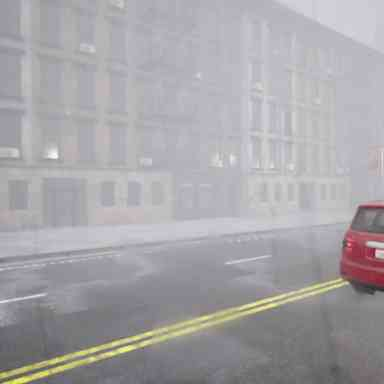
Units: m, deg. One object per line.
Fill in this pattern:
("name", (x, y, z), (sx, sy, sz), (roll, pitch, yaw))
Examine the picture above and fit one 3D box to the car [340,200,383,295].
("car", (5.568, 1.179, 7.402), (5.566, 2.045, 2.150), (0, 0, -35))
